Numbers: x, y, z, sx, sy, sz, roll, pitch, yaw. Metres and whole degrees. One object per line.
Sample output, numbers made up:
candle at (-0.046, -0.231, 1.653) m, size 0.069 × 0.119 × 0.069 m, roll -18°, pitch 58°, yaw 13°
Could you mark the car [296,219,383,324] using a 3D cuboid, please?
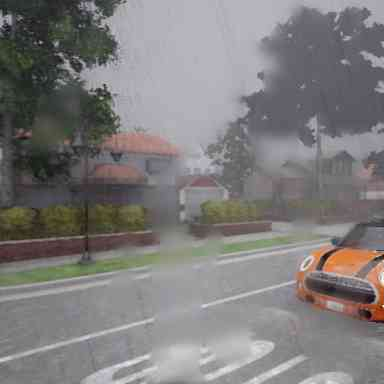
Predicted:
car at (4.306, 1.421, 7.245) m, size 4.553 × 1.767 × 2.097 m, roll 0°, pitch -1°, yaw -37°
